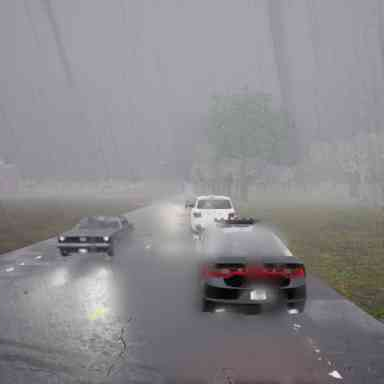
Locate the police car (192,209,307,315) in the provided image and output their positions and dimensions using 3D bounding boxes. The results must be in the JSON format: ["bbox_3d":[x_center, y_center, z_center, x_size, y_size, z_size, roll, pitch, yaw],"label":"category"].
[{"bbox_3d":[1.043,1.421,7.811,1.930,1.638,5.238,0,0,0],"label":"police car"}]

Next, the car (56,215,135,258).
[{"bbox_3d":[-3.513,1.593,12.962,1.895,1.301,4.718,0,0,0],"label":"car"}]

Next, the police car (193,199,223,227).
[{"bbox_3d":[1.028,1.407,23.814,1.930,1.638,5.238,0,0,0],"label":"police car"}]

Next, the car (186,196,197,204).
[{"bbox_3d":[-0.058,1.482,60.432,1.895,1.301,4.718,0,0,0],"label":"car"}]

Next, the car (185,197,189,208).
[{"bbox_3d":[-0.002,1.480,45.574,2.033,1.411,5.357,0,0,1],"label":"car"}]

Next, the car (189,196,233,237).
[{"bbox_3d":[1.034,1.213,17.732,2.150,2.045,5.566,0,0,0],"label":"car"}]
